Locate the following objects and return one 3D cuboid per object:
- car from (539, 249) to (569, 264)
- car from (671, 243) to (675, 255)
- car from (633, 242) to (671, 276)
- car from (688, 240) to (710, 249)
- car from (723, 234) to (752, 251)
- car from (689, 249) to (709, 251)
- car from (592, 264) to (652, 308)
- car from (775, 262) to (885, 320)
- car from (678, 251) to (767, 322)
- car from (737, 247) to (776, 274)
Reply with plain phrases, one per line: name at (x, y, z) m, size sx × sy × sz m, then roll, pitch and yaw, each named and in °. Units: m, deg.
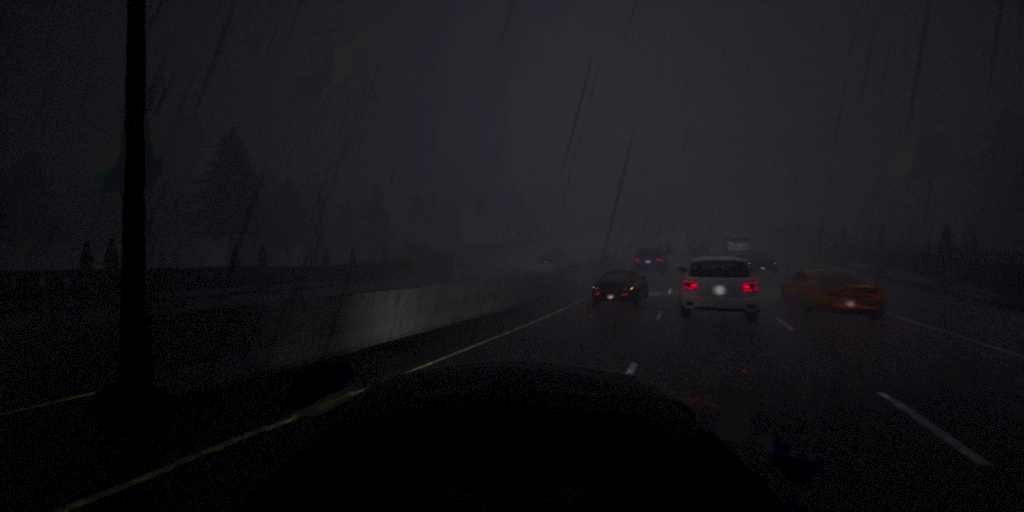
car at (4.660, -0.048, 39.012) m, size 2.033 × 1.411 × 5.357 m, roll 0°, pitch 6°, yaw 27°
car at (17.421, -0.957, 40.988) m, size 1.994 × 1.385 × 4.181 m, roll 0°, pitch 7°, yaw 27°
car at (10.782, 0.275, 27.732) m, size 2.150 × 2.045 × 5.566 m, roll 0°, pitch 5°, yaw 27°
car at (20.512, -1.055, 39.347) m, size 1.882 × 1.535 × 5.008 m, roll 0°, pitch 7°, yaw 27°
car at (23.496, -1.295, 37.502) m, size 2.150 × 2.045 × 5.566 m, roll 0°, pitch 7°, yaw 27°
car at (13.937, 0.575, 26.210) m, size 2.033 × 1.411 × 5.357 m, roll 0°, pitch 5°, yaw 27°
car at (4.791, 1.293, 15.699) m, size 1.812 × 1.442 × 4.674 m, roll 0°, pitch 1°, yaw 27°
car at (11.231, 1.195, 12.915) m, size 1.882 × 1.535 × 5.008 m, roll 0°, pitch 2°, yaw 27°
car at (7.326, 0.998, 12.974) m, size 2.150 × 2.045 × 5.566 m, roll 0°, pitch 1°, yaw 27°
car at (17.651, 0.425, 25.774) m, size 1.812 × 1.442 × 4.674 m, roll 0°, pitch 5°, yaw 27°
